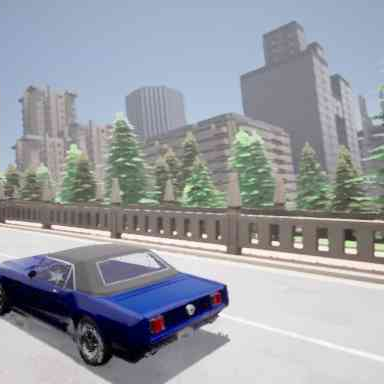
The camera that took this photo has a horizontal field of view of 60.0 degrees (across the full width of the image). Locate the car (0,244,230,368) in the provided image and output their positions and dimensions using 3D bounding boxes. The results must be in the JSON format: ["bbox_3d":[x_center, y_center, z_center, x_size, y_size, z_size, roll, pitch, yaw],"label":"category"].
[{"bbox_3d":[-1.800,1.602,5.807,4.718,1.301,1.895,0,0,39],"label":"car"}]
